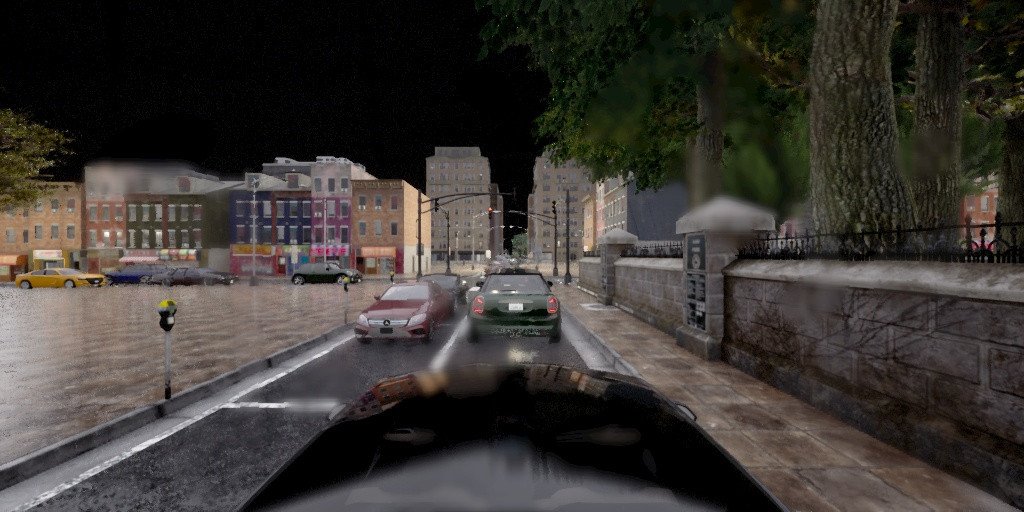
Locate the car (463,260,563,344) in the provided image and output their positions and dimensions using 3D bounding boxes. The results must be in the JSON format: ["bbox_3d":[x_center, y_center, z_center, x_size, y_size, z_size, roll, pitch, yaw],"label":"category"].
[{"bbox_3d":[0.073,1.101,9.740,2.097,1.767,4.553,0,0,0],"label":"car"}]

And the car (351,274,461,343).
[{"bbox_3d":[-2.638,1.331,9.625,1.802,1.307,4.207,0,0,0],"label":"car"}]

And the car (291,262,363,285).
[{"bbox_3d":[-13.391,1.230,26.196,4.553,1.767,2.097,-1,0,0],"label":"car"}]

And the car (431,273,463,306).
[{"bbox_3d":[-2.638,1.315,13.288,1.948,1.339,4.313,0,0,0],"label":"car"}]

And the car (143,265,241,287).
[{"bbox_3d":[-23.035,1.545,26.157,5.357,1.411,2.033,-1,0,0],"label":"car"}]

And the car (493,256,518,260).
[{"bbox_3d":[-1.176,1.094,32.179,2.097,1.767,4.553,0,0,-15],"label":"car"}]

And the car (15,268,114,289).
[{"bbox_3d":[-32.791,1.625,26.135,5.008,1.535,1.882,-1,0,0],"label":"car"}]

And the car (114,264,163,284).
[{"bbox_3d":[-30.287,1.456,29.078,4.553,1.767,2.097,-1,0,0],"label":"car"}]
